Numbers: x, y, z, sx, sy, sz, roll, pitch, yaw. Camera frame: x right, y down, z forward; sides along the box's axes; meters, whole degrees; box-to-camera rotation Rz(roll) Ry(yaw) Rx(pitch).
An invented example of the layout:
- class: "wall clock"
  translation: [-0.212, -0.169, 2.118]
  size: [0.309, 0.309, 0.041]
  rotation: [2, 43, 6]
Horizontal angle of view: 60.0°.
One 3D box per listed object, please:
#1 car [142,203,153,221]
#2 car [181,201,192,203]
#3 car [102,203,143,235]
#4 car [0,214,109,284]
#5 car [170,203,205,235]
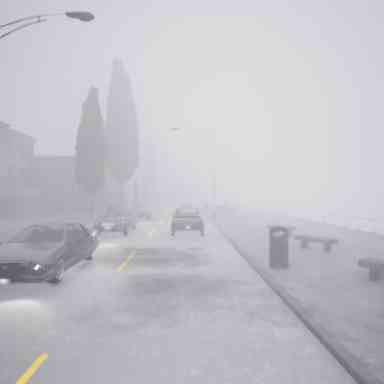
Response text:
- class: "car"
  translation: [-4.642, 1.748, 30.240]
  size: [1.837, 1.490, 4.892]
  rotation: [0, 0, -1]
- class: "car"
  translation: [-0.801, 1.944, 46.622]
  size: [1.895, 1.301, 4.718]
  rotation: [0, 0, -1]
- class: "car"
  translation: [-4.464, 1.659, 19.896]
  size: [2.128, 1.511, 4.902]
  rotation: [0, 0, -1]
- class: "car"
  translation: [-4.274, 1.643, 10.121]
  size: [2.033, 1.411, 5.357]
  rotation: [0, 0, -1]
- class: "car"
  translation: [-0.264, 1.636, 19.666]
  size: [2.128, 1.511, 4.902]
  rotation: [0, 0, -1]
